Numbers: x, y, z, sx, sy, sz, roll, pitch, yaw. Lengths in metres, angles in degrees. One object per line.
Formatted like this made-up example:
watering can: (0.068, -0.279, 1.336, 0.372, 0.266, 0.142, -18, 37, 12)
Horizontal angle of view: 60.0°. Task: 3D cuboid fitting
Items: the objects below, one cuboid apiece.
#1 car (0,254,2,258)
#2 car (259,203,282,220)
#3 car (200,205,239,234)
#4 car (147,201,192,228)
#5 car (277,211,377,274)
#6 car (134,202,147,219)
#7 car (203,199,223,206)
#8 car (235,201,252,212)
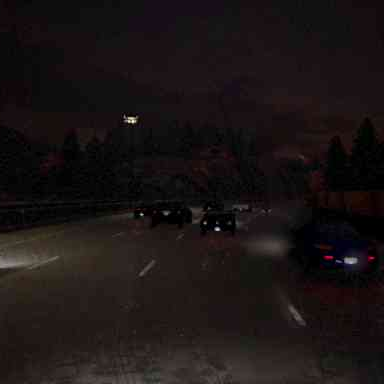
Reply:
car: (-6.622, 1.564, 7.288, 2.033, 1.411, 5.357, 0, 0, 3)
car: (6.832, 1.659, 28.852, 2.033, 1.411, 5.357, 0, 0, 12)
car: (1.669, 1.673, 19.756, 1.895, 1.301, 4.718, 0, 0, 8)
car: (-1.290, 1.432, 23.231, 2.097, 1.767, 4.553, 0, 0, 9)
car: (4.170, 1.569, 10.656, 1.812, 1.442, 4.674, 0, 0, 4)
car: (-3.657, 1.604, 29.741, 1.837, 1.490, 4.892, 0, 0, 11)
car: (2.686, 1.651, 40.787, 1.837, 1.490, 4.892, 0, -1, 16)
car: (6.238, 1.752, 40.574, 1.895, 1.301, 4.718, 0, 0, 16)
